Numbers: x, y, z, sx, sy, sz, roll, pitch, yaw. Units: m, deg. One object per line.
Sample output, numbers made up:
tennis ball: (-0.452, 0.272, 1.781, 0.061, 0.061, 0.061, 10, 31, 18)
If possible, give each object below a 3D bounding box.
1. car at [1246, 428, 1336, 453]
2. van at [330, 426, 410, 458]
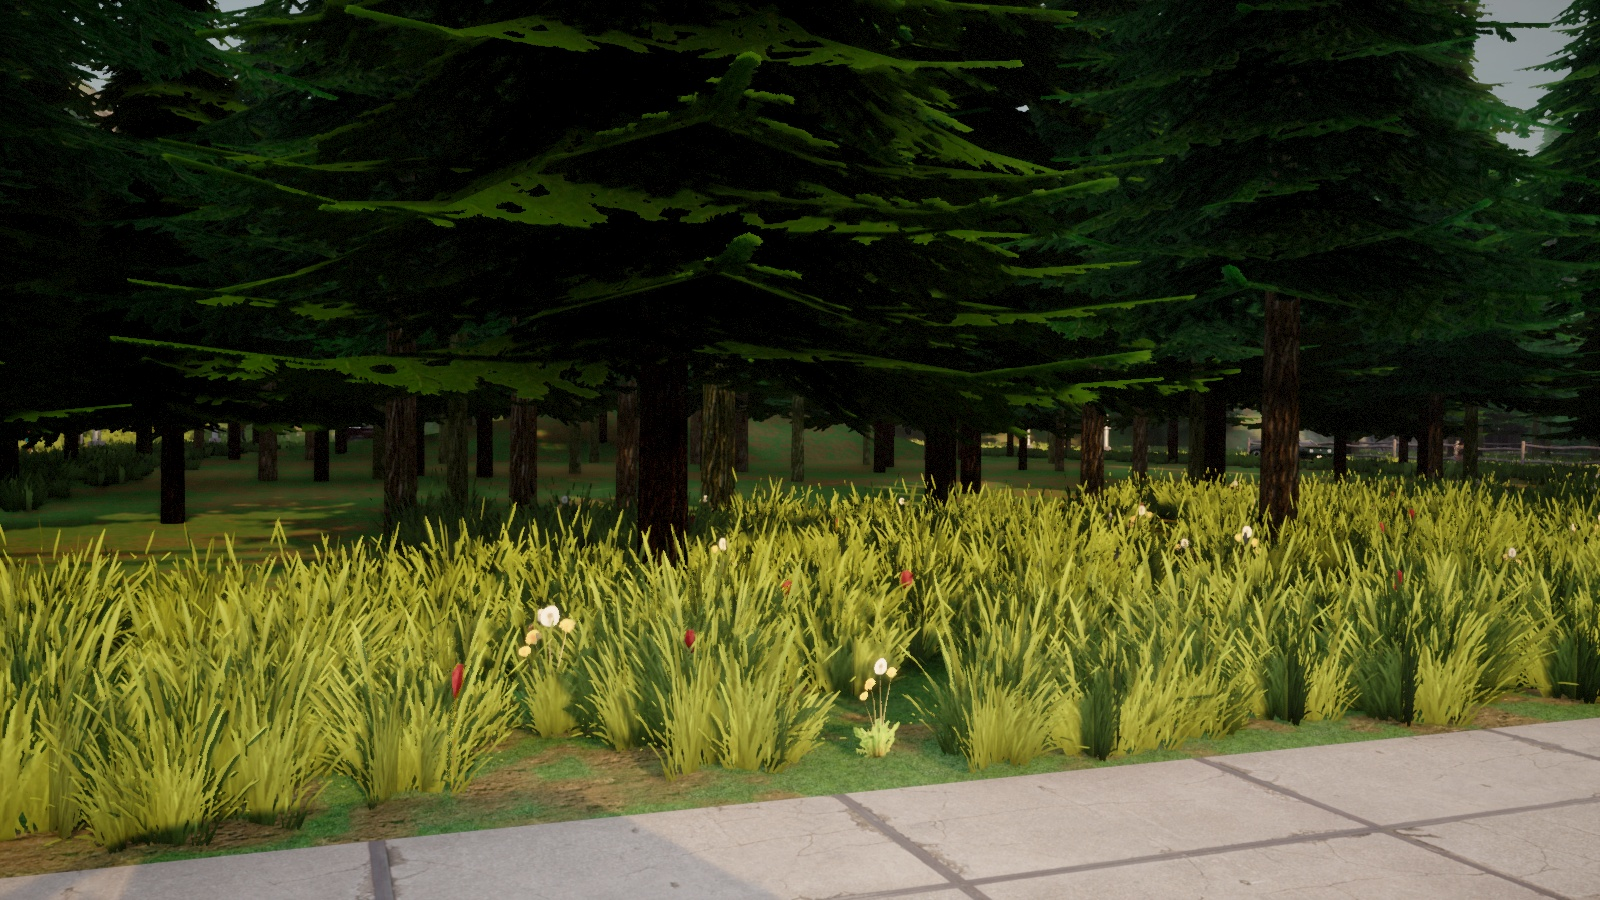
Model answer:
car: (26.716, -0.531, 68.480, 1.895, 1.301, 4.718, -1, 1, -20)
van: (-27.964, -0.532, 81.667, 4.480, 2.038, 2.069, -1, 1, -33)
